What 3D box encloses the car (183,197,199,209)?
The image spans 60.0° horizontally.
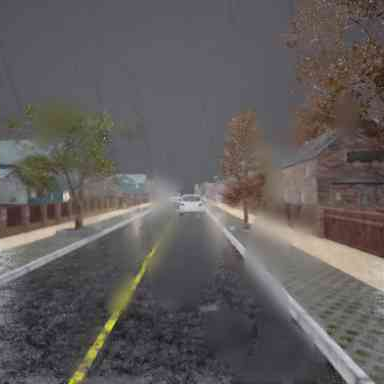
[{"bbox_3d":[-0.106,1.540,46.265,2.128,1.511,4.902,0,0,0],"label":"car"}]

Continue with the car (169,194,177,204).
[{"bbox_3d":[-3.053,1.360,63.815,2.150,2.045,5.566,0,0,0],"label":"car"}]

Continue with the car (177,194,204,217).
[{"bbox_3d":[-0.040,1.244,31.523,2.150,2.045,5.566,0,0,0],"label":"car"}]
